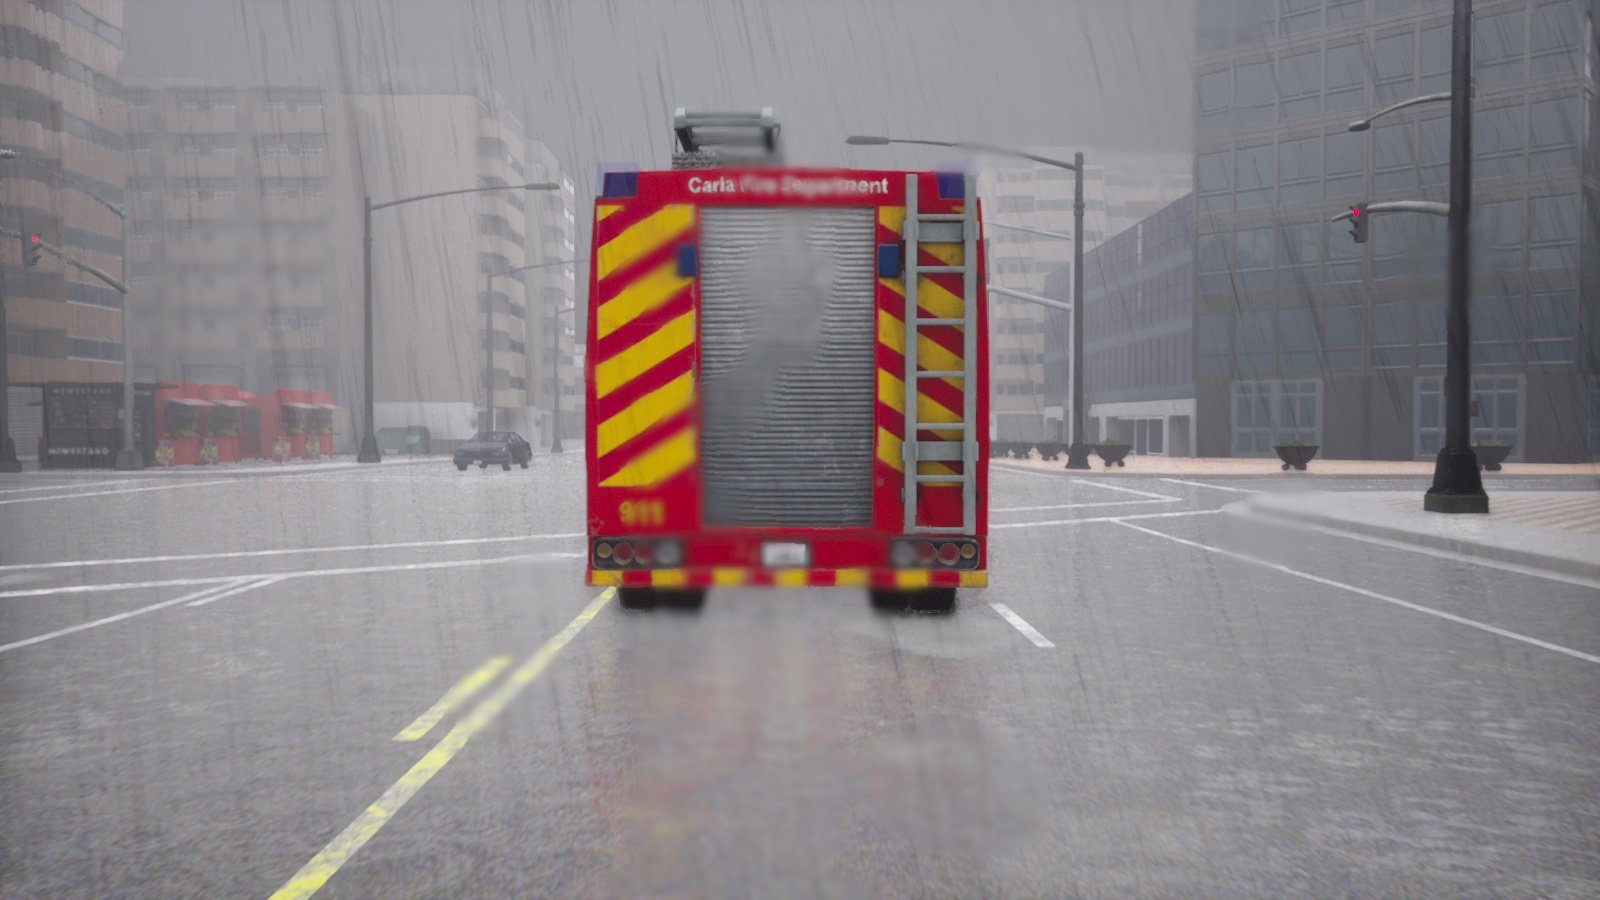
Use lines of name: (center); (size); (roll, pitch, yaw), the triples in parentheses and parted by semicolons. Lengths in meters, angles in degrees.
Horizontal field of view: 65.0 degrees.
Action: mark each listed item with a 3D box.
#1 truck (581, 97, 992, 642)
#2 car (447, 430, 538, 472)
truck: (-0.121, -0.624, 13.089); (2.891, 3.827, 8.468); (0, 1, 0)
car: (-11.011, 0.001, 45.371); (2.033, 1.411, 5.357); (0, 1, -1)
